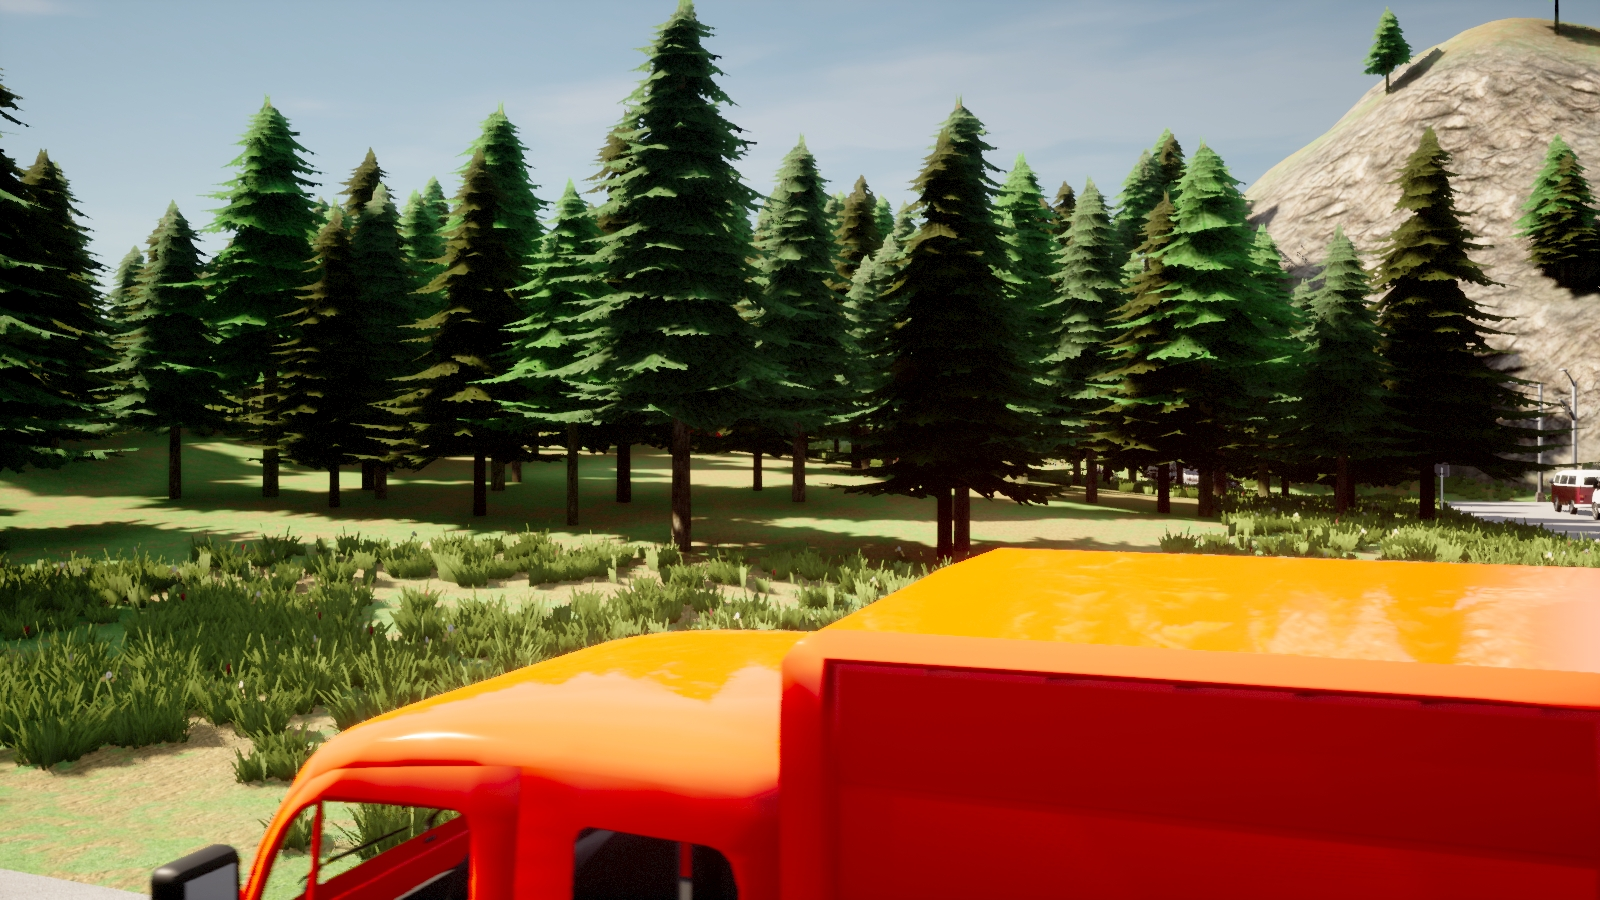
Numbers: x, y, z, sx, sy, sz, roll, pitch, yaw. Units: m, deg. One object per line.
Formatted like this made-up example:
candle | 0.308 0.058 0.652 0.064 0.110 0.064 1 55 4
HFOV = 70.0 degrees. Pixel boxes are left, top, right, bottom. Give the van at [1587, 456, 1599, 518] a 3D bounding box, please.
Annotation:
van | 33.726 1.534 45.978 1.988 2.561 5.915 0 0 20

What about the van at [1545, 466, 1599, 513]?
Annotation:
van | 36.159 1.782 52.642 2.069 2.038 4.480 0 0 20

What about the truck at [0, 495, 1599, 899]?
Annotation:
truck | 1.063 1.424 2.952 5.204 2.467 2.627 0 0 20
